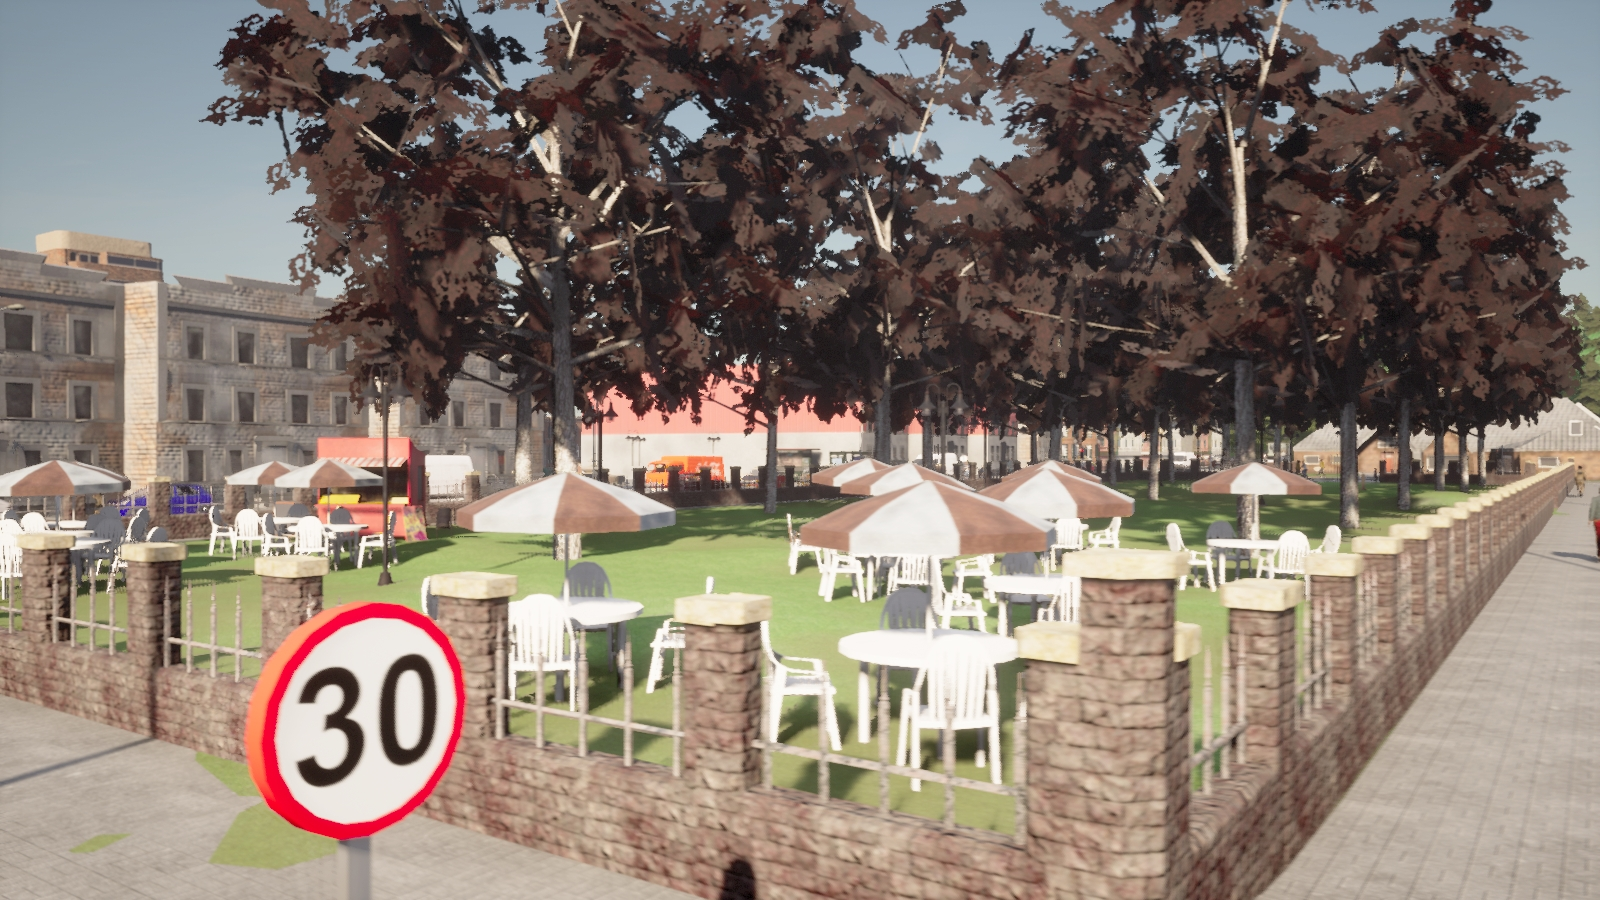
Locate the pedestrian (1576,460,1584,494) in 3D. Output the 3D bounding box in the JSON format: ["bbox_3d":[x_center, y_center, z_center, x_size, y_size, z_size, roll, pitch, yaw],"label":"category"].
[{"bbox_3d":[44.140,1.525,64.645,0.375,1.860,0.375,0,0,35],"label":"pedestrian"}]

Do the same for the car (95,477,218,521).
[{"bbox_3d":[-24.359,1.815,43.366,1.845,1.501,3.633,0,0,35],"label":"car"}]

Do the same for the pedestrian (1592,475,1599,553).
[{"bbox_3d":[19.201,1.525,27.354,0.375,1.860,0.375,0,0,37],"label":"pedestrian"}]

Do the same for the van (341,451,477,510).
[{"bbox_3d":[-17.900,1.311,52.629,1.988,2.561,5.915,0,0,35],"label":"van"}]

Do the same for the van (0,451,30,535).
[{"bbox_3d":[-26.467,1.311,33.671,1.988,2.561,5.915,0,0,35],"label":"van"}]

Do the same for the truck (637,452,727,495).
[{"bbox_3d":[-6.986,1.345,68.234,2.627,2.467,5.204,0,0,35],"label":"truck"}]

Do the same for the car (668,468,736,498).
[{"bbox_3d":[-5.402,1.803,63.511,1.789,1.549,3.705,0,0,35],"label":"car"}]
